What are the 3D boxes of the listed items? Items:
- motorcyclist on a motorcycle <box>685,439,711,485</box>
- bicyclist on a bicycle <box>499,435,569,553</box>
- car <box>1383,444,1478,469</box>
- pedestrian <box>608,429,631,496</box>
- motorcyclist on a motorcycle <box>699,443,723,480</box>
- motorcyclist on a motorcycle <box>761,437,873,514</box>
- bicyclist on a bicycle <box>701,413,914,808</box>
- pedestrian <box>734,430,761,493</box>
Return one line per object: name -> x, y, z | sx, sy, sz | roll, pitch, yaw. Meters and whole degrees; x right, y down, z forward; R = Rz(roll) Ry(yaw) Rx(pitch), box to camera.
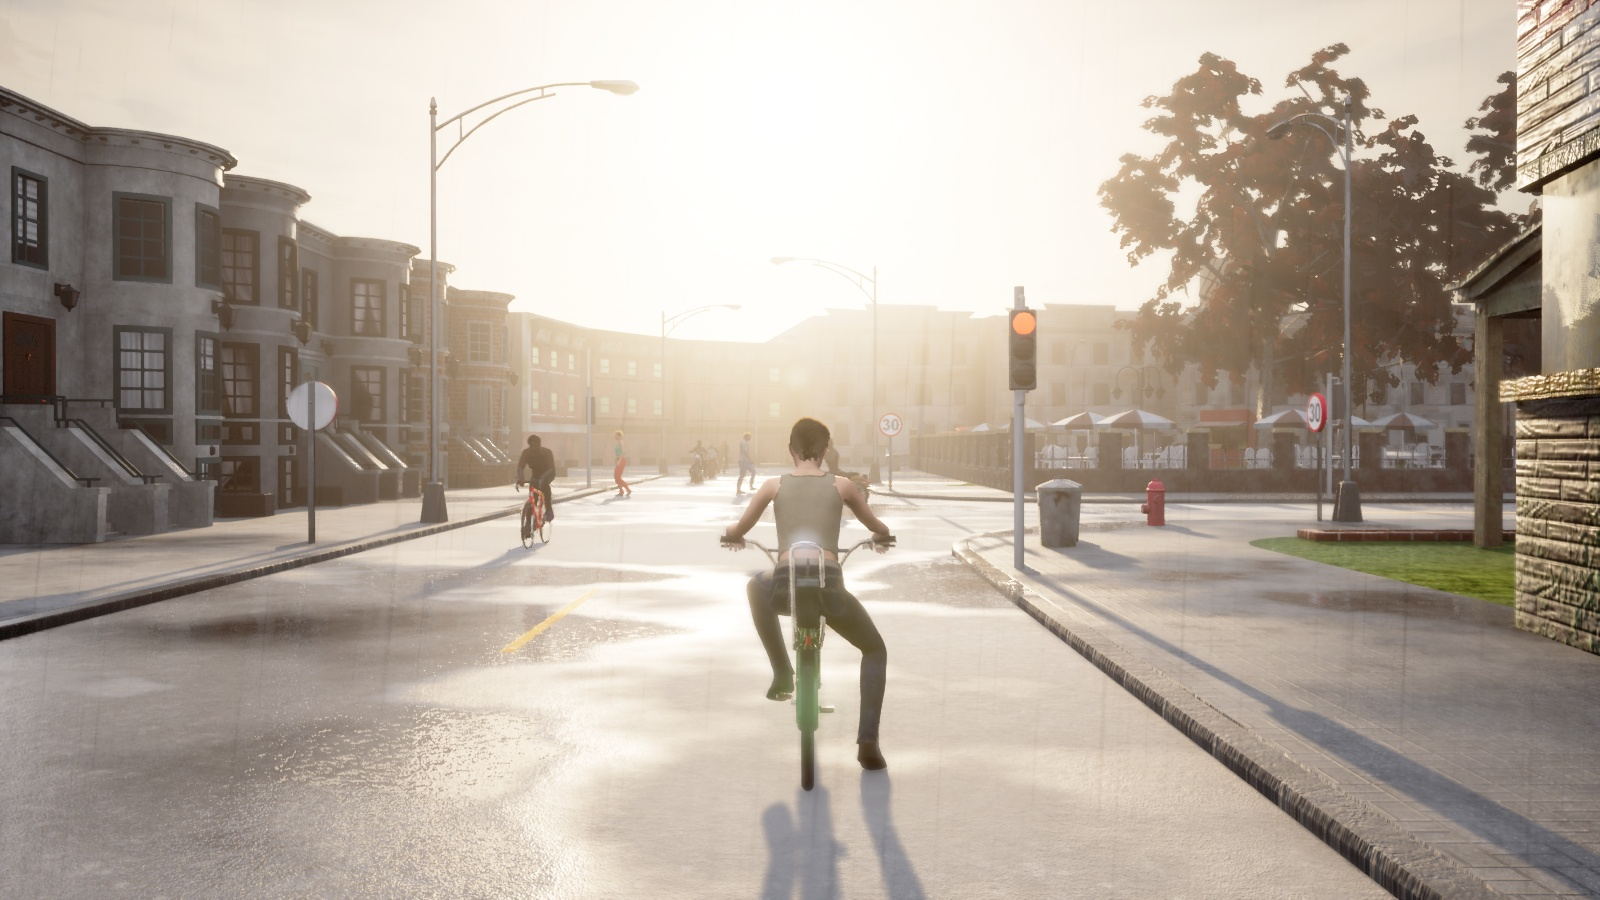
motorcyclist on a motorcycle -> -3.778, 0.429, 46.842 | 0.766, 1.649, 2.350 | 0, 0, 0
bicyclist on a bicycle -> -3.798, 0.594, 18.032 | 0.582, 1.620, 1.656 | 0, 1, 3
car -> 37.063, 0.385, 73.863 | 4.674, 1.442, 1.812 | 0, 0, 0
pedestrian -> -4.913, 0.339, 34.229 | 0.594, 1.836, 0.345 | 0, 0, -15
motorcyclist on a motorcycle -> -3.755, 0.477, 53.374 | 0.866, 1.530, 2.191 | 0, 0, 0
motorcyclist on a motorcycle -> 0.374, 0.540, 27.743 | 2.350, 1.649, 0.766 | 0, 1, -21
bicyclist on a bicycle -> 0.037, 0.650, 5.875 | 0.866, 1.612, 1.509 | 0, 0, 0
pedestrian -> -1.537, 0.333, 36.654 | 0.706, 1.836, 0.354 | 0, 0, 12
